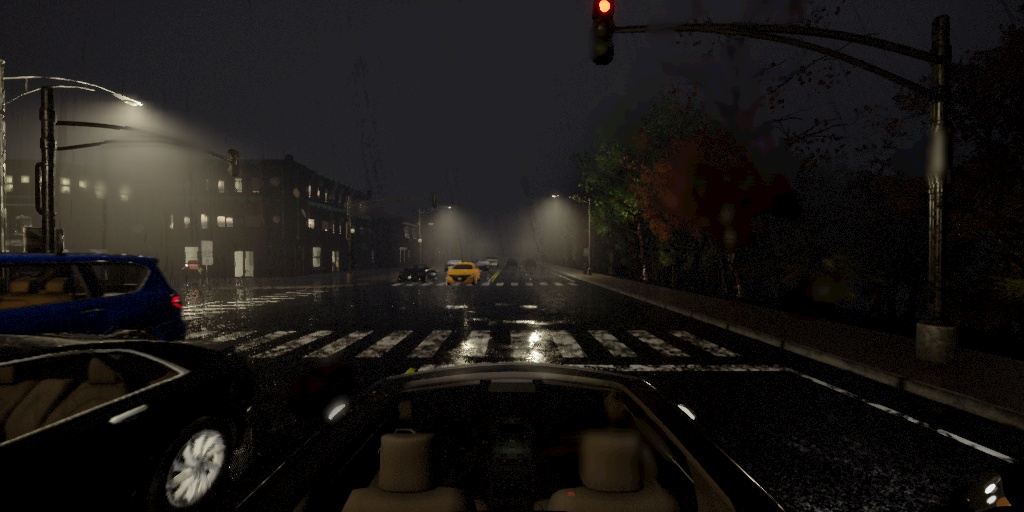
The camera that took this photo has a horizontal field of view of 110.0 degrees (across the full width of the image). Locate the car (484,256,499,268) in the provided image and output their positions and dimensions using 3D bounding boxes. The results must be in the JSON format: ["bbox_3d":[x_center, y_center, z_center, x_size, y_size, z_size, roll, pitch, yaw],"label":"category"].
[{"bbox_3d":[-3.434,0.950,60.988,2.150,2.045,5.566,0,0,0],"label":"car"}]

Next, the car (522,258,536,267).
[{"bbox_3d":[3.221,1.203,63.193,1.882,1.535,5.008,0,0,0],"label":"car"}]

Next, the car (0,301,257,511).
[{"bbox_3d":[-3.350,1.255,1.415,1.837,1.490,4.892,0,0,0],"label":"car"}]

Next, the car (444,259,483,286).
[{"bbox_3d":[-3.402,1.220,25.727,1.882,1.535,5.008,0,0,0],"label":"car"}]

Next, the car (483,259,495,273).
[{"bbox_3d":[-3.437,1.336,42.752,1.895,1.301,4.718,0,0,0],"label":"car"}]

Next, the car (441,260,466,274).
[{"bbox_3d":[-6.684,1.227,41.794,2.128,1.511,4.902,0,0,0],"label":"car"}]

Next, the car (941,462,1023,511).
[{"bbox_3d":[3.355,1.314,0.186,1.994,1.385,4.181,0,0,0],"label":"car"}]

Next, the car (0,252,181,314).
[{"bbox_3d":[-6.605,0.971,3.722,2.150,2.045,5.566,0,0,0],"label":"car"}]

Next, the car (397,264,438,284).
[{"bbox_3d":[-6.990,1.307,26.873,1.994,1.385,4.181,0,0,3],"label":"car"}]

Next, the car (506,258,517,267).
[{"bbox_3d":[-0.031,1.203,63.774,1.882,1.535,5.008,0,0,0],"label":"car"}]

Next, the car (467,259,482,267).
[{"bbox_3d":[-6.660,1.272,64.420,2.033,1.411,5.357,0,0,0],"label":"car"}]
